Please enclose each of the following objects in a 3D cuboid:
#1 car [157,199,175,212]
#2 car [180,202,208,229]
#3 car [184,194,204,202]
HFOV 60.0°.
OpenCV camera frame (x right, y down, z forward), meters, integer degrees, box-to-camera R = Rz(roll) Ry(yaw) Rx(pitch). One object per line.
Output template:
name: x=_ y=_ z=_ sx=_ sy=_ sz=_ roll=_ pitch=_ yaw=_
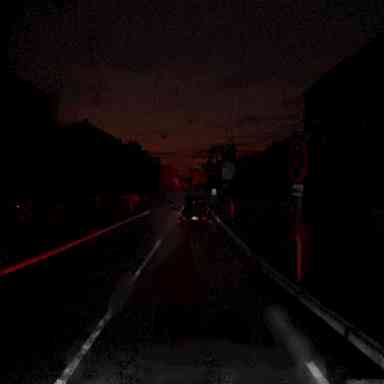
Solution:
car: x=-2.961 y=1.572 z=39.269 sx=1.837 sy=1.490 sz=4.892 roll=0 pitch=0 yaw=1
car: x=0.144 y=1.633 z=22.415 sx=2.033 sy=1.411 sz=5.357 roll=0 pitch=0 yaw=0
car: x=0.242 y=1.288 z=40.462 sx=2.150 sy=2.045 sz=5.566 roll=0 pitch=0 yaw=0
